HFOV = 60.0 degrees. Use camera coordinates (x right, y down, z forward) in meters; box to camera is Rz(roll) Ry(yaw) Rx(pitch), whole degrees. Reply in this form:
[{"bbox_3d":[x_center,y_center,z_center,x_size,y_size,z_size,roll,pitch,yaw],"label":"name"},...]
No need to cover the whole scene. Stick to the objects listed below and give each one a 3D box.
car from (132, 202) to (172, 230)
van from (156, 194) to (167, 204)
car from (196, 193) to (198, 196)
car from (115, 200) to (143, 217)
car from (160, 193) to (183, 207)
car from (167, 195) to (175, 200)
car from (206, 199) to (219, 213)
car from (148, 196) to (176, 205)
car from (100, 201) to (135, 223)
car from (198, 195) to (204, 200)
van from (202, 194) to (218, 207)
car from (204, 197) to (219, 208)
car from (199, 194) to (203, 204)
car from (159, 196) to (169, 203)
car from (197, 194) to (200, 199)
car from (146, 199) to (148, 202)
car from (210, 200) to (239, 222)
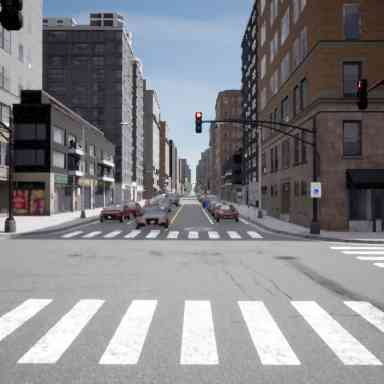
[{"bbox_3d":[-2.613,1.569,21.214,1.994,1.385,4.181,0,0,-9],"label":"car"},{"bbox_3d":[-5.955,1.365,65.683,1.690,1.788,3.998,1,0,0],"label":"van"},{"bbox_3d":[2.543,1.349,82.712,2.192,1.841,5.009,1,0,0],"label":"car"},{"bbox_3d":[-5.901,1.552,31.646,1.887,1.381,4.507,1,0,0],"label":"car"},{"bbox_3d":[-3.101,1.228,52.020,2.150,2.045,5.566,0,1,4],"label":"car"},{"bbox_3d":[-6.003,1.585,94.048,1.887,1.381,4.507,1,0,0],"label":"car"},{"bbox_3d":[2.624,1.589,31.651,1.802,1.307,4.206,1,0,0],"label":"car"},{"bbox_3d":[-3.156,1.501,35.890,2.128,1.511,4.902,0,0,0],"label":"car"},{"bbox_3d":[-5.892,1.551,25.973,1.887,1.381,4.507,1,0,0],"label":"car"},{"bbox_3d":[2.523,1.565,94.229,1.752,1.417,4.829,1,0,0],"label":"car"},{"bbox_3d":[2.608,1.353,42.999,1.690,1.788,3.998,1,0,0],"label":"van"},{"bbox_3d":[2.615,1.591,37.325,1.802,1.307,4.206,1,0,0],"label":"car"},{"bbox_3d":[2.599,1.329,48.672,2.192,1.841,5.009,1,0,0],"label":"car"},{"bbox_3d":[-5.966,1.609,71.356,1.802,1.307,4.206,1,0,0],"label":"car"},{"bbox_3d":[2.559,1.593,71.365,1.947,1.339,4.313,1,0,0],"label":"car"},{"bbox_3d":[-5.929,1.596,48.665,1.802,1.307,4.206,1,0,0],"label":"car"},{"bbox_3d":[2.634,1.588,25.978,1.802,1.307,4.206,1,0,0],"label":"car"}]
